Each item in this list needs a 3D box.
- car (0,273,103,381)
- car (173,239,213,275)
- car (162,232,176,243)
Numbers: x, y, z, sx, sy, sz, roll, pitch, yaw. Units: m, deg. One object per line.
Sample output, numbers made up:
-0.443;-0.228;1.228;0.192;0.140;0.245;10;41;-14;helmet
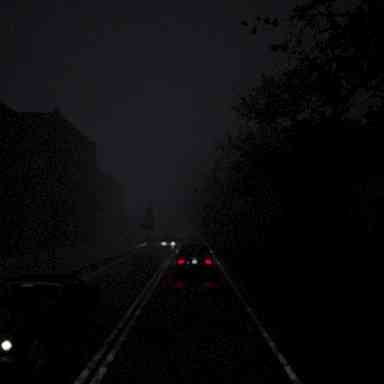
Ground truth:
-3.346;2.457;6.835;1.895;1.301;4.718;0;-5;0;car
0.119;3.410;17.339;2.033;1.411;5.357;0;-5;0;car
-3.217;6.452;47.278;2.033;1.411;5.357;0;-6;0;car
